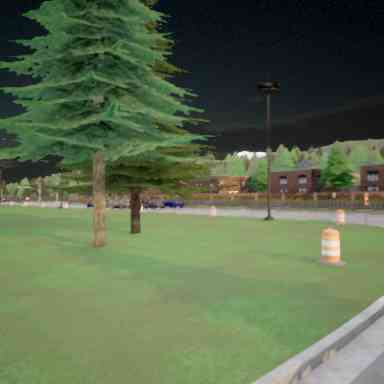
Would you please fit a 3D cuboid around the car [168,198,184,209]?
[{"bbox_3d":[-3.809,2.174,64.947,2.150,2.045,5.566,0,-1,-41],"label":"car"}]

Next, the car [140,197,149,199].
[{"bbox_3d":[-11.487,2.182,73.450,2.150,2.045,5.566,0,-1,-42],"label":"car"}]

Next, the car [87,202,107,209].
[{"bbox_3d":[-19.299,2.620,66.431,1.895,1.301,4.718,0,-1,-42],"label":"car"}]

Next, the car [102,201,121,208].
[{"bbox_3d":[-16.675,2.479,68.749,1.994,1.385,4.181,0,-1,-42],"label":"car"}]

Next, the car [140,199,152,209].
[{"bbox_3d":[-10.195,2.495,61.608,2.033,1.411,5.357,0,-1,-41],"label":"car"}]

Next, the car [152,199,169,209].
[{"bbox_3d":[-7.363,2.505,63.688,2.033,1.411,5.357,0,-1,-41],"label":"car"}]

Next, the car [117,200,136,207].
[{"bbox_3d":[-14.070,2.441,71.087,1.837,1.490,4.892,0,-1,-42],"label":"car"}]

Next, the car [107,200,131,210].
[{"bbox_3d":[-12.597,2.282,59.042,2.097,1.767,4.553,0,-1,-41],"label":"car"}]
